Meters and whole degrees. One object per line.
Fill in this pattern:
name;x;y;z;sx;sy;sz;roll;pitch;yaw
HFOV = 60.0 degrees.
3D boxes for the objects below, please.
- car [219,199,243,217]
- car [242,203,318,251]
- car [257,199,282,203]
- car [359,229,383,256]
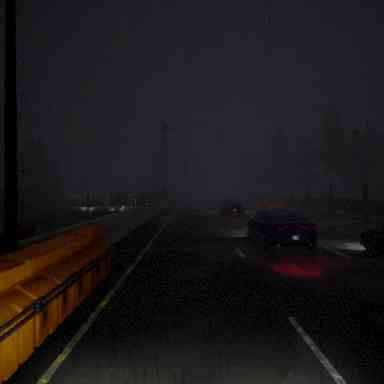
car;3.549;1.348;30.046;1.882;1.535;5.008;0;0;0
car;3.556;1.418;13.910;1.882;1.535;5.008;0;0;0
car;7.049;1.348;30.058;1.882;1.535;5.008;0;0;0
car;7.032;1.505;9.777;2.033;1.411;5.357;0;0;1
